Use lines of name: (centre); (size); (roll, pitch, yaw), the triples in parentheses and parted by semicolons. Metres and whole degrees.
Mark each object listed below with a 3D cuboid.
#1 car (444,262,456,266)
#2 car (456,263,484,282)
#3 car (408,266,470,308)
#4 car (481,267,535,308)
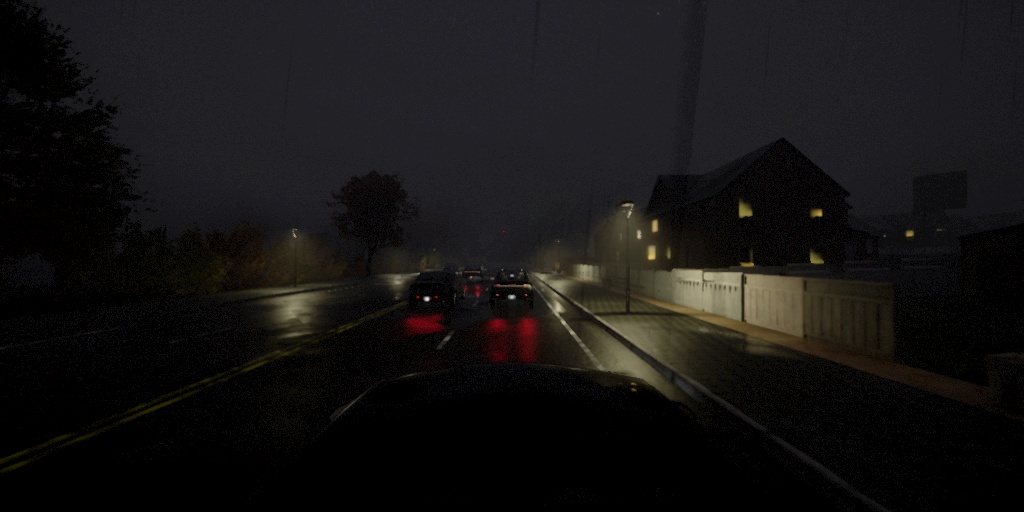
car: (-9.765, 1.777, 57.122); (1.882, 1.535, 5.008); (0, -1, 0)
car: (-3.249, 1.525, 31.154); (2.128, 1.511, 4.902); (0, 0, 0)
car: (-3.247, 1.396, 16.156); (1.837, 1.490, 4.892); (0, 0, 0)
car: (0.003, 1.380, 16.150); (2.128, 1.511, 4.902); (0, 0, 0)
